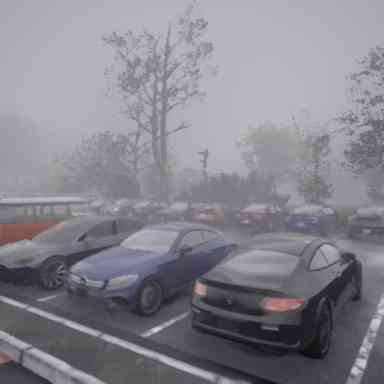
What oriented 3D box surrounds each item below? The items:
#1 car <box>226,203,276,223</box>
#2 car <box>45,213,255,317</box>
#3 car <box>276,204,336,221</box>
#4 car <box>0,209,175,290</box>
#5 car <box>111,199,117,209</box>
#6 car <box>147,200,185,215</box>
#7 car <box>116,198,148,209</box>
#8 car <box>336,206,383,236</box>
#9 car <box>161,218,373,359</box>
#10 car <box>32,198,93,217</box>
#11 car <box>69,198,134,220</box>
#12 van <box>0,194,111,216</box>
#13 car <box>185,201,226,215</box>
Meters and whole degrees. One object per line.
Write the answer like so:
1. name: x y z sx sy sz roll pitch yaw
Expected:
1. car: 4.273 1.402 19.540 2.097 1.535 5.008 0 0 35
2. car: -0.552 1.453 7.585 2.002 1.452 4.674 0 0 35
3. car: 6.586 1.411 17.921 2.097 1.535 5.008 0 0 35
4. car: -2.885 1.434 9.179 2.163 1.488 4.792 0 0 35
5. car: -5.062 1.241 26.116 2.185 1.767 4.553 0 0 35
6. car: -0.451 1.384 22.857 2.097 1.535 5.008 0 0 35
7. car: -2.769 1.376 24.468 2.097 1.535 5.008 0 0 35
8. car: 8.900 1.421 16.302 2.231 1.521 4.892 0 0 35
9. car: 1.760 1.462 5.960 2.002 1.452 4.674 0 0 35
10. car: -11.913 1.342 30.883 2.231 1.521 4.892 0 0 35
11. car: -7.390 1.358 27.715 2.097 1.535 5.008 0 0 35
12. van: -5.116 1.170 10.919 1.878 1.987 4.442 0 0 35
13. car: 1.979 1.423 21.187 2.163 1.488 4.792 0 0 35
